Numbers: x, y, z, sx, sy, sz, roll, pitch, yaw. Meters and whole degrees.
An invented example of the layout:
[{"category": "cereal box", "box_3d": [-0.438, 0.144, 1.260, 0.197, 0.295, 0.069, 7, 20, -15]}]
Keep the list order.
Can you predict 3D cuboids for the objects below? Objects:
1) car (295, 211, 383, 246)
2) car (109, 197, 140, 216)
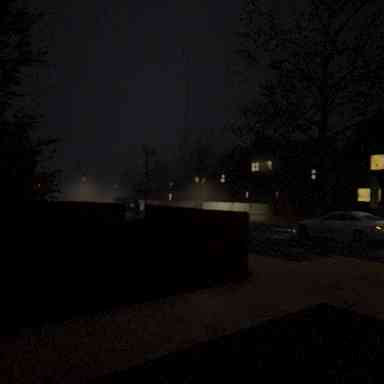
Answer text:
[{"category": "car", "box_3d": [7.125, 1.621, 15.681, 1.812, 1.442, 4.674, 1, -1, -35]}, {"category": "car", "box_3d": [-7.812, 1.607, 37.289, 2.150, 2.045, 5.566, 1, -1, -35]}]
